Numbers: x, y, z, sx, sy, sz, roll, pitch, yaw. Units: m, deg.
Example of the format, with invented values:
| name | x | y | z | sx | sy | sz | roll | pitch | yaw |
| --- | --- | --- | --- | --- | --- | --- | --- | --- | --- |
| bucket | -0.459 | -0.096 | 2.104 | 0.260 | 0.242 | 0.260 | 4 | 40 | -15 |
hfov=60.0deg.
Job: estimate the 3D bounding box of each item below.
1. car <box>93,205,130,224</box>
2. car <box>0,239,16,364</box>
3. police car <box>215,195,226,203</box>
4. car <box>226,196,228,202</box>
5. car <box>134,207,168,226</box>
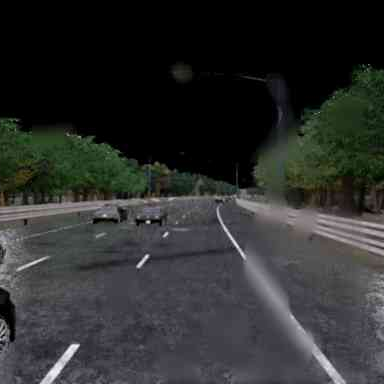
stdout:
| name | x | y | z | sx | sy | sz | roll | pitch | yaw |
| --- | --- | --- | --- | --- | --- | --- | --- | --- | --- |
| car | -6.286 | 1.714 | 26.249 | 1.994 | 1.385 | 4.181 | 0 | 0 | 2 |
| car | -3.369 | 1.505 | 2.703 | 2.128 | 1.511 | 4.902 | 0 | 0 | 0 |
| police car | 7.005 | 2.024 | 85.117 | 1.930 | 1.638 | 5.238 | 0 | -1 | 8 |
| car | 8.448 | 2.141 | 94.937 | 1.801 | 1.575 | 5.366 | 0 | -1 | 9 |
| car | -2.861 | 1.743 | 24.590 | 1.895 | 1.301 | 4.718 | 0 | 0 | 2 |
